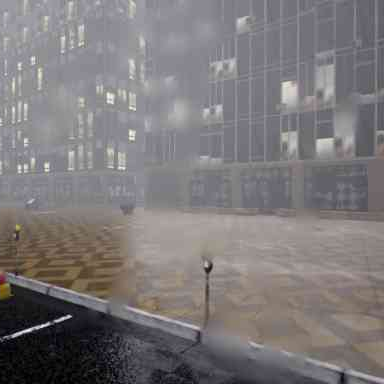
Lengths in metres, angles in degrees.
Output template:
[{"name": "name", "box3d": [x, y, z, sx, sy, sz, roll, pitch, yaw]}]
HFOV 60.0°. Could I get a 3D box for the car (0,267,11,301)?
[{"name": "car", "box3d": [-5.585, 1.526, 6.825, 4.829, 1.417, 1.752, 0, 0, 35]}]
